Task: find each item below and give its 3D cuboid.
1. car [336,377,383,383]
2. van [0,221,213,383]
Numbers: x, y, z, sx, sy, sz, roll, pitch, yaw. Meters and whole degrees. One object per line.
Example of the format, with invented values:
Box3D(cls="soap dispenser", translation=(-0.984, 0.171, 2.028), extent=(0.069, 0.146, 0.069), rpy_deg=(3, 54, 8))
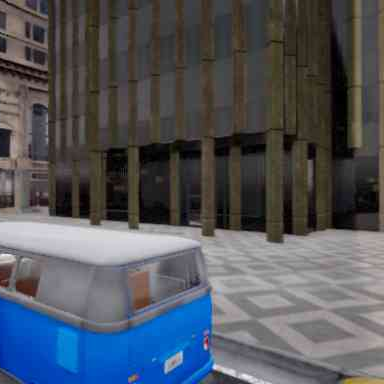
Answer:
Box3D(cls="car", translation=(2.683, 1.528, 1.055), extent=(4.829, 1.417, 1.752), rpy_deg=(0, 0, 36))
Box3D(cls="van", translation=(-1.674, 1.335, 4.167), extent=(3.998, 1.788, 1.690), rpy_deg=(0, 0, 36))
